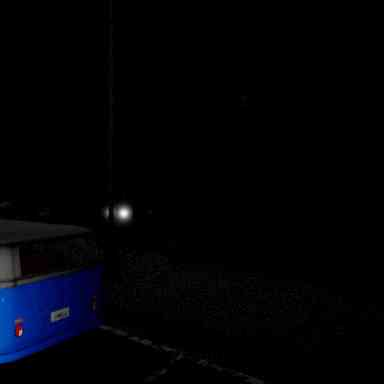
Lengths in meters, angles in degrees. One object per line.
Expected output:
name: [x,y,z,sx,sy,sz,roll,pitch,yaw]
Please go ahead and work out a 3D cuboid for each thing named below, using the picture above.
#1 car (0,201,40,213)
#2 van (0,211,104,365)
car: [-15.416,1.517,28.506,1.812,1.442,4.674,0,0,32]
van: [-3.203,1.341,5.361,3.998,1.788,1.690,0,0,36]
